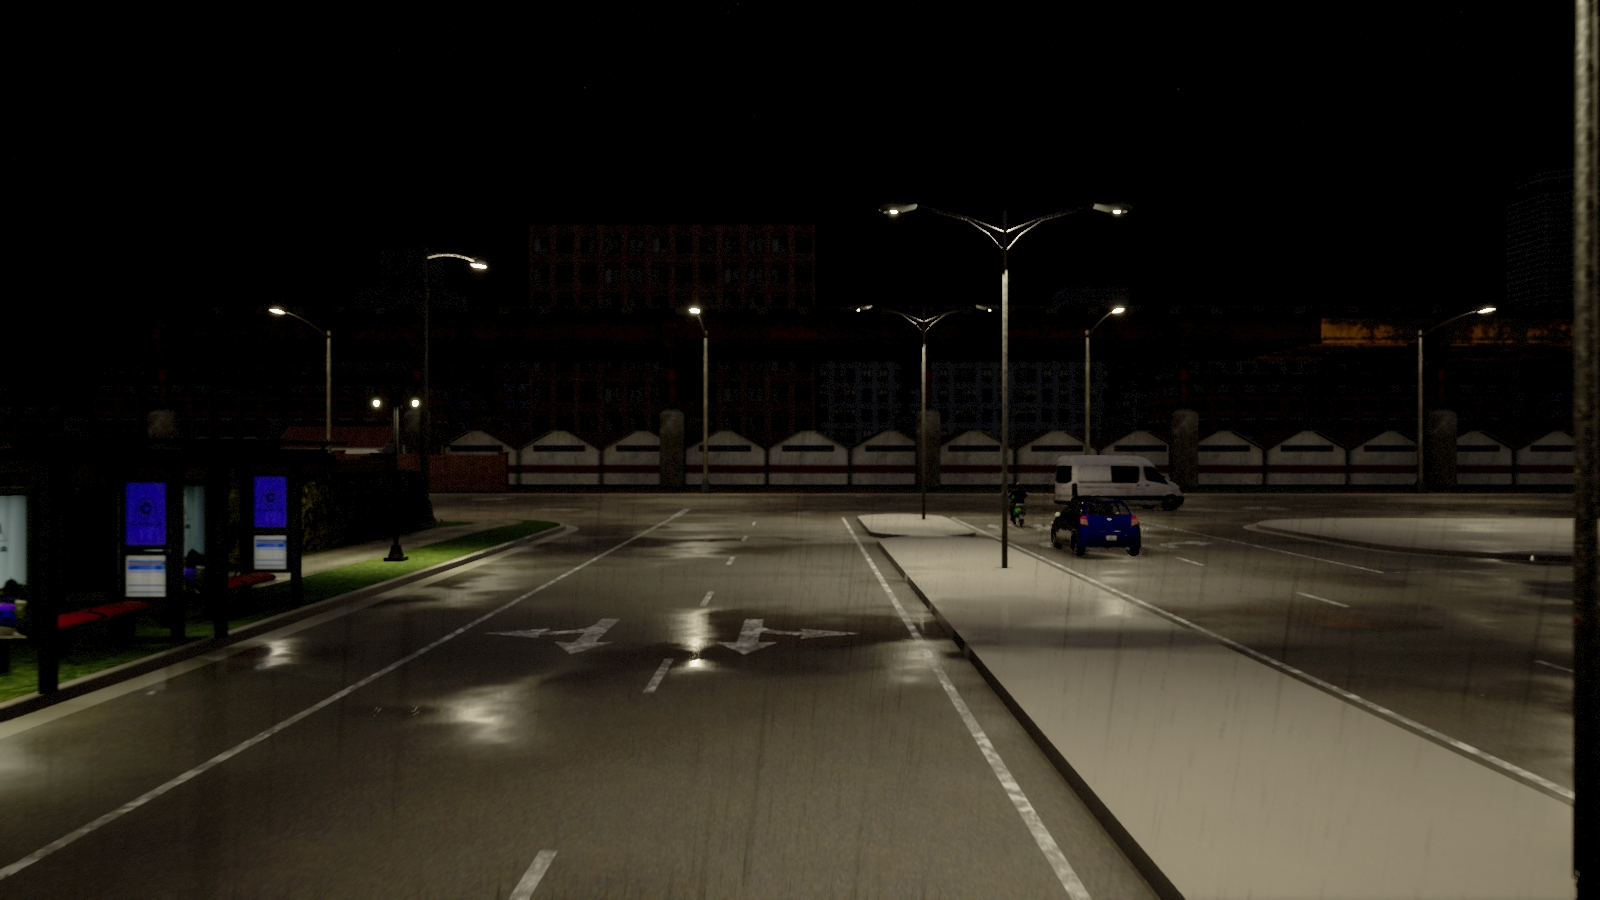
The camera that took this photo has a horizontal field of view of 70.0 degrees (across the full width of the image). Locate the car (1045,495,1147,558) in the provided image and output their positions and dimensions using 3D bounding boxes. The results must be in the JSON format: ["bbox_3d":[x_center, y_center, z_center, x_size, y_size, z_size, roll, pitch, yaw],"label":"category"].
[{"bbox_3d":[8.006,2.036,31.216,1.845,1.501,3.633,0,0,0],"label":"car"}]

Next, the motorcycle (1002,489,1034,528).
[{"bbox_3d":[8.019,2.128,42.078,0.856,1.341,1.805,0,0,1],"label":"motorcycle"}]
